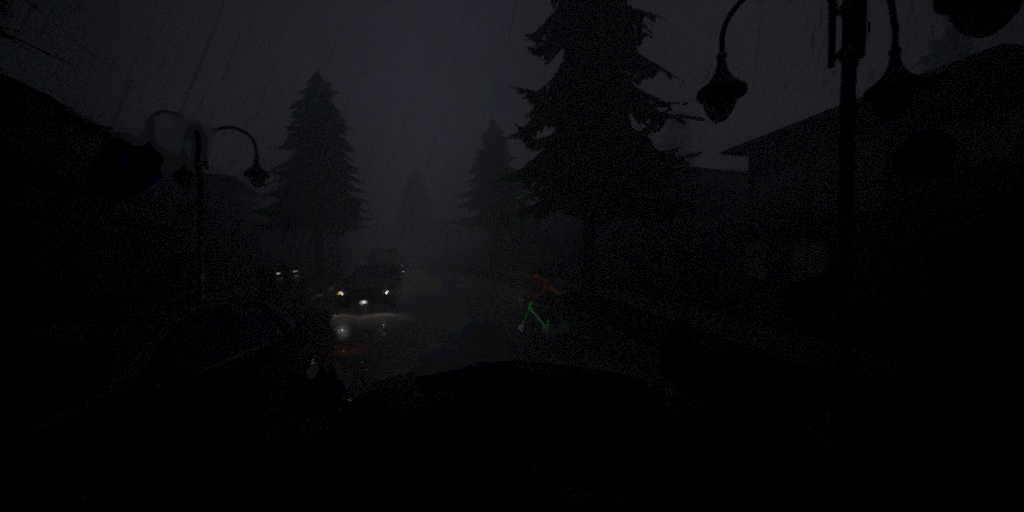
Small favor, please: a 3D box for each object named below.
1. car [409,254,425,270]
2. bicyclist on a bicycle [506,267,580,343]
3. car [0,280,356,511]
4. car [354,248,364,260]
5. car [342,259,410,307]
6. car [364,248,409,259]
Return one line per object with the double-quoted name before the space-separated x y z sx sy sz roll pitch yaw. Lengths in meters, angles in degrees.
"car" -9.908 0.570 34.530 2.128 1.511 4.902 0 1 -31
"bicyclist on a bicycle" 0.680 1.071 7.726 1.656 1.620 0.582 0 1 -6
"car" -3.803 1.239 3.805 2.033 1.411 5.357 0 1 -2
"car" -17.927 0.059 44.968 2.150 2.045 5.566 -1 1 -43
"car" -5.309 1.037 14.026 2.033 1.411 5.357 0 1 -13
"car" -8.602 0.501 24.241 2.150 2.045 5.566 0 1 -23
